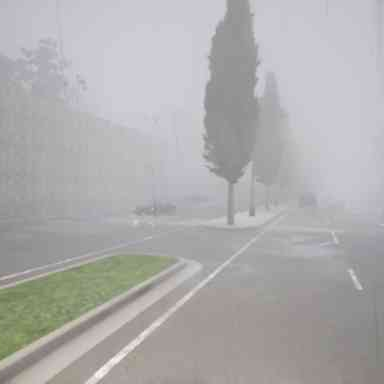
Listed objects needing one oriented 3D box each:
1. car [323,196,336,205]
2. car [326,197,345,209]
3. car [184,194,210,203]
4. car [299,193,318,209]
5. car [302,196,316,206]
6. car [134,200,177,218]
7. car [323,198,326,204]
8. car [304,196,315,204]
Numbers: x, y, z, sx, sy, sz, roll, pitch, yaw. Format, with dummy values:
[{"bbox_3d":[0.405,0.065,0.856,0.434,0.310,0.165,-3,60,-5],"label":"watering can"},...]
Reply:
[{"bbox_3d":[25.582,1.548,61.865,1.994,1.385,4.181,1,0,20],"label":"car"},{"bbox_3d":[19.442,1.516,44.873,1.812,1.442,4.674,1,0,20],"label":"car"},{"bbox_3d":[0.775,0.994,54.084,4.181,1.385,1.994,2,1,34],"label":"car"},{"bbox_3d":[15.781,1.150,45.038,2.150,2.045,5.566,1,0,20],"label":"car"},{"bbox_3d":[19.311,1.408,54.719,2.128,1.511,4.902,1,0,20],"label":"car"},{"bbox_3d":[-2.981,1.348,27.857,1.895,1.301,4.718,1,0,20],"label":"car"},{"bbox_3d":[22.635,1.579,53.621,1.895,1.301,4.718,1,0,21],"label":"car"},{"bbox_3d":[22.297,1.485,63.071,1.994,1.385,4.181,1,0,20],"label":"car"}]
